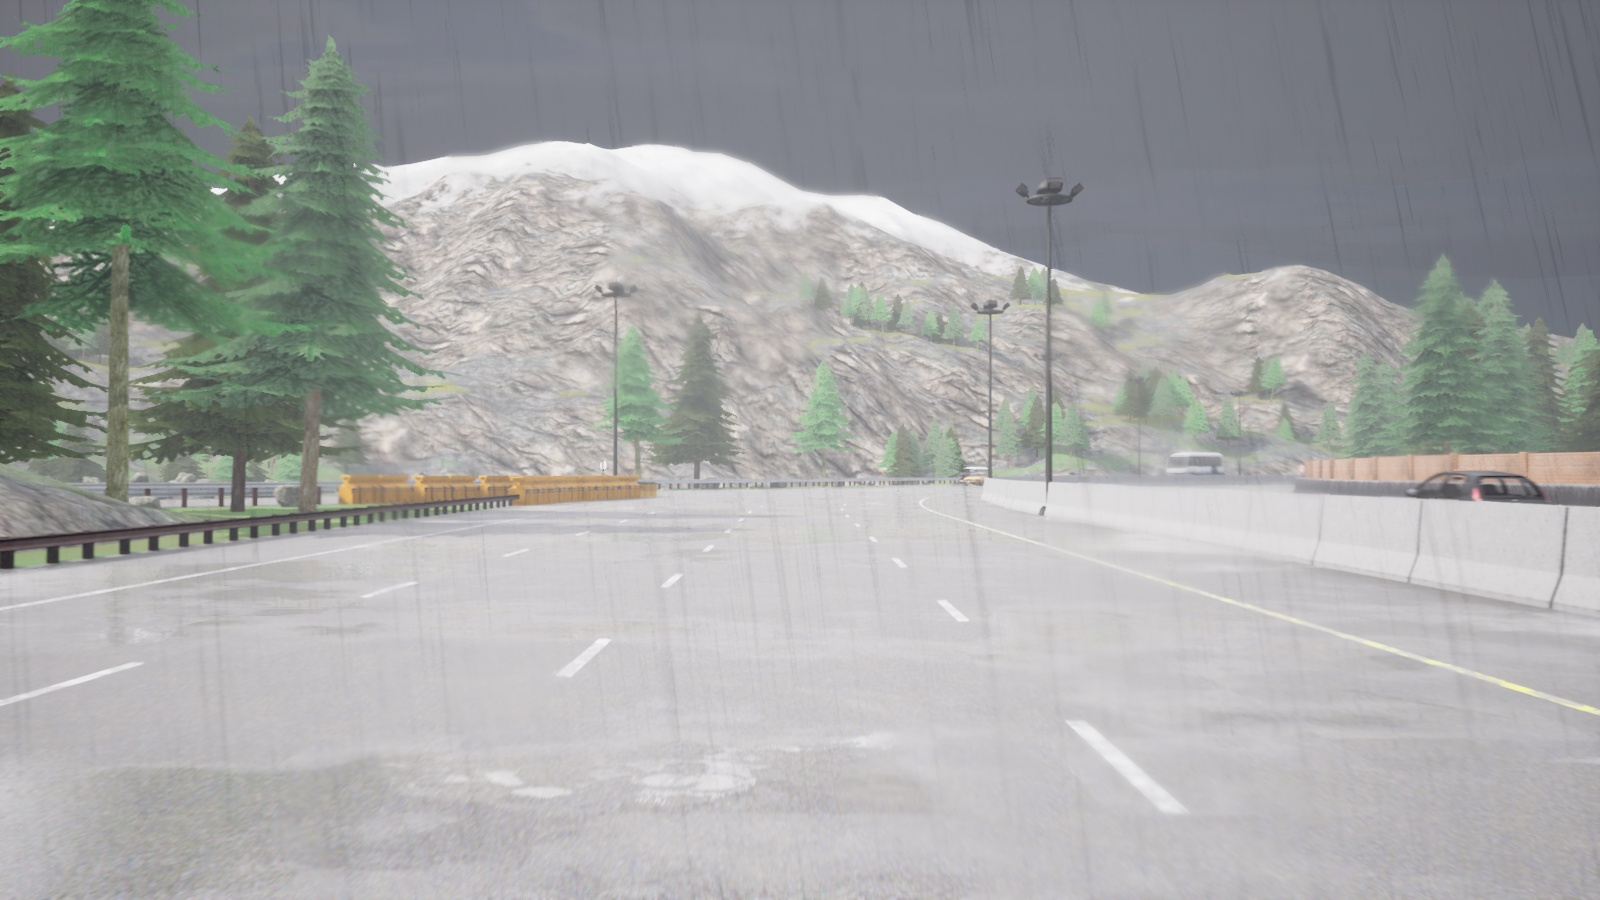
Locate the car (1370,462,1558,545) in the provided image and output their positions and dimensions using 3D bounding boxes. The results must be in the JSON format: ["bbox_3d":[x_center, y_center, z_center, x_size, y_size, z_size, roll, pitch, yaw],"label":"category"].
[{"bbox_3d":[13.935,1.088,26.645,1.851,1.617,3.988,0,-1,0],"label":"car"}]
